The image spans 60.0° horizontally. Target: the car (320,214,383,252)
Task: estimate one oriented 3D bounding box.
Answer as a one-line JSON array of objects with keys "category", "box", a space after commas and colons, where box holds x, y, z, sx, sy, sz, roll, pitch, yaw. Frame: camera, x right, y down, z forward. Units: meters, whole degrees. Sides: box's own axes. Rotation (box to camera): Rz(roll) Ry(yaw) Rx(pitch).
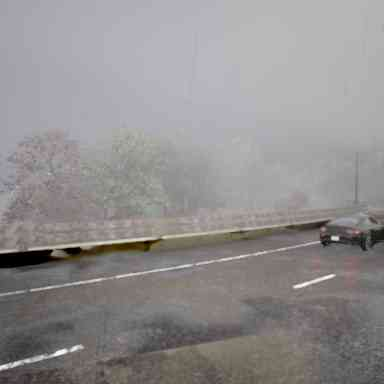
[{"category": "car", "box": [7.339, 1.688, 14.788, 4.674, 1.442, 1.812, 1, 0, -44]}]
